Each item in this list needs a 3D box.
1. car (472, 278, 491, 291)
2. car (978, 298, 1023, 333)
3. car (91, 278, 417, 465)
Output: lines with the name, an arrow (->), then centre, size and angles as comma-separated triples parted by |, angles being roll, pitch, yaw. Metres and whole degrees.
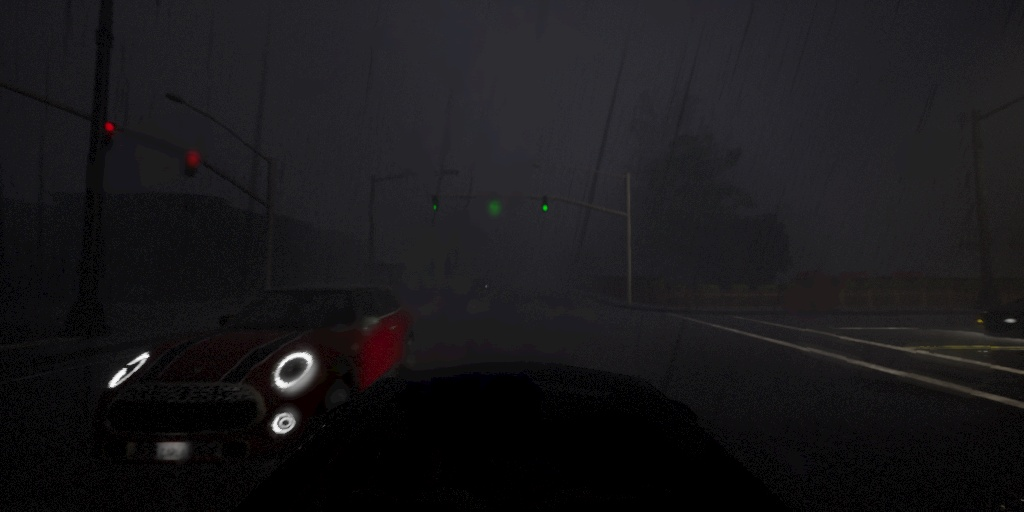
car -> -3.503, 3.364, 42.379 | 1.837, 1.490, 4.892 | 0, 0, 0
car -> 17.577, 1.844, 11.231 | 4.181, 1.385, 1.994 | 0, -3, 0
car -> -2.929, 1.211, 5.347 | 2.097, 1.767, 4.553 | 0, -3, -1
